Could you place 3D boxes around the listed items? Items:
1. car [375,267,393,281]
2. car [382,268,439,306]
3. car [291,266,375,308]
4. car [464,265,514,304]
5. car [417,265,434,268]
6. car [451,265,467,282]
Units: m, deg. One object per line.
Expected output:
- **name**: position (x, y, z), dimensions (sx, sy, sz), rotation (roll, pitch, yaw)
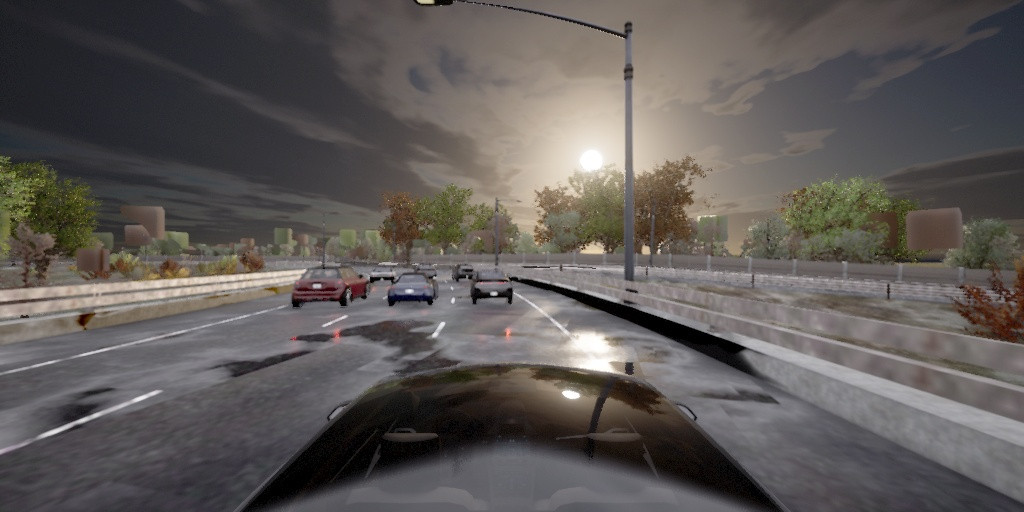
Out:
- **car**: position (-11.147, 1.631, 31.208), dimensions (1.895, 1.301, 4.718), rotation (0, -1, -16)
- **car**: position (-4.558, 1.458, 16.945), dimensions (1.994, 1.385, 4.181), rotation (0, -1, -8)
- **car**: position (-7.995, 1.239, 16.275), dimensions (2.097, 1.767, 4.553), rotation (0, -1, -8)
- **car**: position (-1.091, 1.390, 17.425), dimensions (2.128, 1.511, 4.902), rotation (0, 0, -8)
- **car**: position (-7.838, 1.532, 32.347), dimensions (2.128, 1.511, 4.902), rotation (0, 0, -16)
- **car**: position (-4.469, 1.555, 33.298), dimensions (1.837, 1.490, 4.892), rotation (0, 0, -16)
